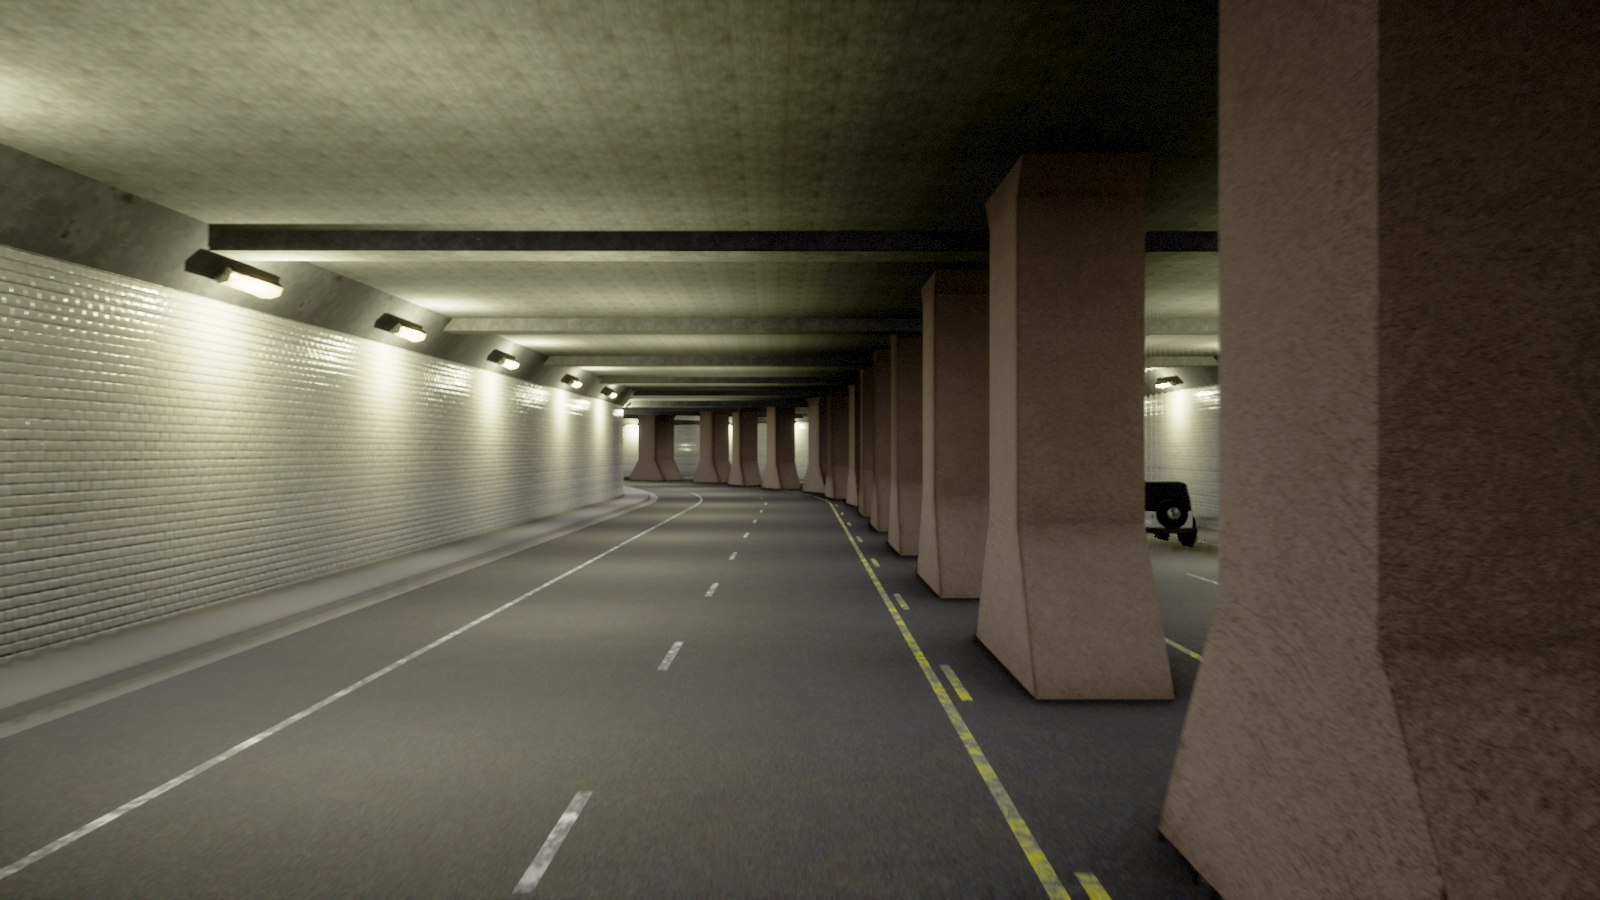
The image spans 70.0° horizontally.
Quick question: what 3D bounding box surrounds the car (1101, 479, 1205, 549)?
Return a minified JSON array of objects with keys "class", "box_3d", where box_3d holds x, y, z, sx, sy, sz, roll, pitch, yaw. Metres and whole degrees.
[{"class":"car","box_3d":[10.489,1.857,34.248,1.905,1.878,3.866,0,0,0]}]
